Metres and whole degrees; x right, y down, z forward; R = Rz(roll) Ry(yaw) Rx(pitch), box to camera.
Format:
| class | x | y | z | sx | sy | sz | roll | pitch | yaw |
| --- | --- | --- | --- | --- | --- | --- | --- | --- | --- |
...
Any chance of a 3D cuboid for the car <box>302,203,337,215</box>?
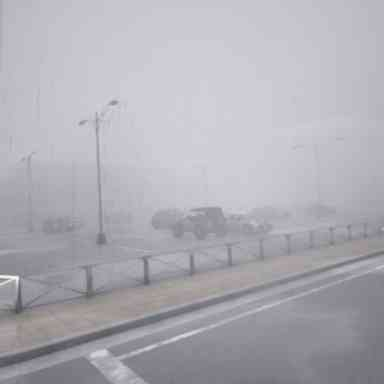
| class | x | y | z | sx | sy | sz | roll | pitch | yaw |
| --- | --- | --- | --- | --- | --- | --- | --- | --- | --- |
| car | 16.476 | 2.143 | 42.340 | 1.845 | 1.501 | 3.633 | -1 | -3 | -38 |

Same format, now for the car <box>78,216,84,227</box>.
| class | x | y | z | sx | sy | sz | roll | pitch | yaw |
| --- | --- | --- | --- | --- | --- | --- | --- | --- | --- |
| car | -14.733 | 3.628 | 40.599 | 1.970 | 1.475 | 3.806 | -1 | -3 | -38 |

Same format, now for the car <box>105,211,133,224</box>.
| class | x | y | z | sx | sy | sz | roll | pitch | yaw |
| --- | --- | --- | --- | --- | --- | --- | --- | --- | --- |
| car | -9.870 | 3.456 | 44.796 | 2.152 | 1.636 | 5.027 | -1 | -3 | -38 |

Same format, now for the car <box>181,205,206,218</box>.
| class | x | y | z | sx | sy | sz | roll | pitch | yaw |
| --- | --- | --- | --- | --- | --- | --- | --- | --- | --- |
| car | 0.224 | 3.153 | 52.652 | 1.905 | 1.878 | 3.866 | -1 | -3 | -38 |

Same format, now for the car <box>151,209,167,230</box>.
| class | x | y | z | sx | sy | sz | roll | pitch | yaw |
| --- | --- | --- | --- | --- | --- | --- | --- | --- | --- |
| car | -1.715 | 2.366 | 29.164 | 1.932 | 1.855 | 4.605 | -1 | -3 | -38 |

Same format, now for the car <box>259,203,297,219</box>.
| class | x | y | z | sx | sy | sz | roll | pitch | yaw |
| --- | --- | --- | --- | --- | --- | --- | --- | --- | --- |
| car | 8.562 | 2.301 | 36.241 | 2.007 | 1.523 | 4.514 | -1 | -3 | -38 |

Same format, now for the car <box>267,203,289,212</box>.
| class | x | y | z | sx | sy | sz | roll | pitch | yaw |
| --- | --- | --- | --- | --- | --- | --- | --- | --- | --- |
| car | 17.032 | 3.086 | 66.047 | 1.845 | 1.501 | 3.633 | -1 | -3 | -38 |

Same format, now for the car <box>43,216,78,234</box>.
| class | x | y | z | sx | sy | sz | roll | pitch | yaw |
| --- | --- | --- | --- | --- | --- | --- | --- | --- | --- |
| car | -13.308 | 3.316 | 32.790 | 2.007 | 1.523 | 4.514 | -1 | -3 | -38 |

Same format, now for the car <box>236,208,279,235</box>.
| class | x | y | z | sx | sy | sz | roll | pitch | yaw |
| --- | --- | --- | --- | --- | --- | --- | --- | --- | --- |
| car | 3.516 | 2.097 | 22.491 | 1.970 | 1.475 | 3.806 | -1 | -3 | -38 |

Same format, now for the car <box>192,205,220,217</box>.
| class | x | y | z | sx | sy | sz | roll | pitch | yaw |
| --- | --- | --- | --- | --- | --- | --- | --- | --- | --- |
| car | 2.266 | 3.148 | 54.760 | 1.932 | 1.855 | 4.605 | -1 | -3 | -38 |

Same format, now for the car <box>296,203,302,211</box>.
| class | x | y | z | sx | sy | sz | roll | pitch | yaw |
| --- | --- | --- | --- | --- | --- | --- | --- | --- | --- |
| car | 19.221 | 2.685 | 58.366 | 1.970 | 1.475 | 3.806 | -1 | -3 | -38 |

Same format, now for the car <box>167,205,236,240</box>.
| class | x | y | z | sx | sy | sz | roll | pitch | yaw |
| --- | --- | --- | --- | --- | --- | --- | --- | --- | --- |
| car | 0.503 | 1.911 | 20.943 | 1.905 | 1.878 | 3.866 | -1 | -3 | -38 |
